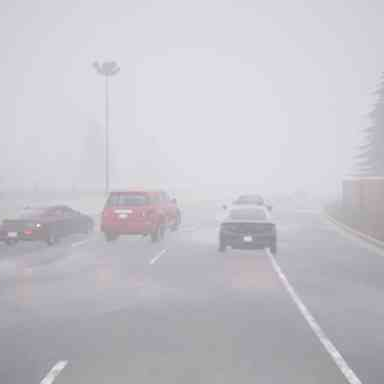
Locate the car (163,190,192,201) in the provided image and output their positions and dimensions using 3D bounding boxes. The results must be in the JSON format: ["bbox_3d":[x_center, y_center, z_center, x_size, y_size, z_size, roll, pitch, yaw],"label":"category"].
[{"bbox_3d":[-2.005,0.440,47.107,1.837,1.490,4.892,0,1,28],"label":"car"}]

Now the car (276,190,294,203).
[{"bbox_3d":[11.000,0.624,41.895,1.994,1.385,4.181,1,1,32],"label":"car"}]

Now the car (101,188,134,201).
[{"bbox_3d":[-10.262,0.301,46.209,2.097,1.767,4.553,1,1,26],"label":"car"}]

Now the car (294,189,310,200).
[{"bbox_3d":[16.579,0.364,50.973,1.837,1.490,4.892,1,2,38],"label":"car"}]

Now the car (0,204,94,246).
[{"bbox_3d":[-5.682,1.215,13.479,1.812,1.442,4.674,0,1,8],"label":"car"}]

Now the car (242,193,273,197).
[{"bbox_3d":[3.782,0.880,20.854,2.097,1.767,4.553,0,1,14],"label":"car"}]

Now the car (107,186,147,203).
[{"bbox_3d":[-8.195,0.253,42.490,2.150,2.045,5.566,1,2,24],"label":"car"}]

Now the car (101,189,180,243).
[{"bbox_3d":[-2.015,0.890,14.521,2.150,2.045,5.566,0,1,9],"label":"car"}]

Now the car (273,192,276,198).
[{"bbox_3d":[5.295,0.868,26.069,1.801,1.575,5.366,0,1,18],"label":"car"}]

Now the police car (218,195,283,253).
[{"bbox_3d":[2.063,1.142,12.493,1.930,1.638,5.238,0,1,9],"label":"police car"}]
